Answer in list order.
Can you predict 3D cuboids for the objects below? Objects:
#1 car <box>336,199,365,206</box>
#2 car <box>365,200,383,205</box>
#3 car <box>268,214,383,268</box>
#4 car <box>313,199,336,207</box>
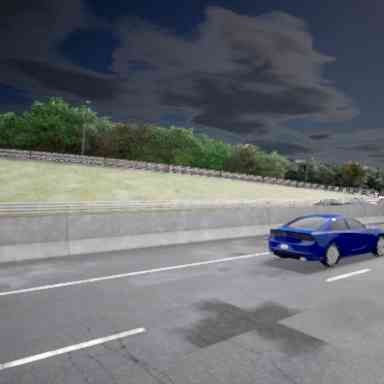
[{"bbox_3d":[19.595,1.604,39.724,4.674,1.442,1.812,0,0,-37],"label":"car"},{"bbox_3d":[21.709,1.558,36.935,5.008,1.535,1.882,0,0,-37],"label":"car"},{"bbox_3d":[4.810,1.493,11.503,5.008,1.535,1.882,0,0,-35],"label":"car"},{"bbox_3d":[17.477,1.602,42.508,4.674,1.442,1.812,0,0,-37],"label":"car"}]
